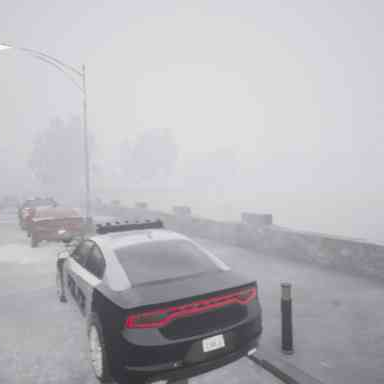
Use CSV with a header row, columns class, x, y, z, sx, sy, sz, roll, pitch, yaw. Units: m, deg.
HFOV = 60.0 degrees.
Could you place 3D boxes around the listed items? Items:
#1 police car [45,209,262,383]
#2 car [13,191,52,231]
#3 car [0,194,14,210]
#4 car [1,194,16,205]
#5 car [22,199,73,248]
class,x,y,z,sx,sy,sz,roll,pitch,yaw
police car,-1.065,1.301,5.602,1.930,1.638,5.238,-3,2,-29
car,-8.929,1.060,19.374,2.097,1.767,4.553,-6,4,-29
car,-20.490,1.134,37.525,2.128,1.511,4.902,-2,2,-29
car,-27.025,1.049,49.027,1.837,1.490,4.892,-3,2,-29
car,-5.936,1.280,14.209,1.882,1.535,5.008,-3,2,-29
